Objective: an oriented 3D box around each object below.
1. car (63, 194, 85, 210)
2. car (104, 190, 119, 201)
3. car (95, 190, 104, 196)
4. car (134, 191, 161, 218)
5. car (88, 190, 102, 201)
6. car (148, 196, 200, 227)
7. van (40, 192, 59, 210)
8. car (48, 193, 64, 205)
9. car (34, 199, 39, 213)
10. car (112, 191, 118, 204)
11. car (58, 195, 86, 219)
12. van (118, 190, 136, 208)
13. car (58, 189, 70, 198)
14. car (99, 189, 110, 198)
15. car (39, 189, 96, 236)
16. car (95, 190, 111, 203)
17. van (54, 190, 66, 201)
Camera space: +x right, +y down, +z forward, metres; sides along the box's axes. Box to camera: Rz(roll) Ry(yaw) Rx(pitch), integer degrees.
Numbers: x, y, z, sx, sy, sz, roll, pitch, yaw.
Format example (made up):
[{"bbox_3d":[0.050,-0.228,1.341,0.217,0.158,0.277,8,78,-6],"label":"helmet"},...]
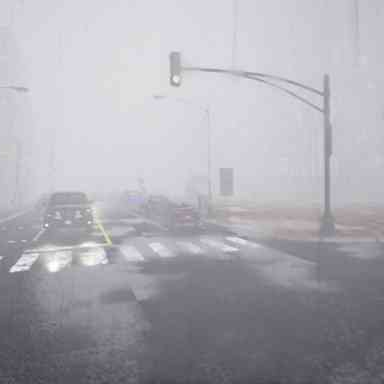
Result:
[{"bbox_3d":[-13.090,1.068,36.996,2.033,1.411,5.357,-2,1,-19],"label":"car"},{"bbox_3d":[-13.682,0.528,56.518,1.967,1.590,4.097,-3,2,-19],"label":"car"},{"bbox_3d":[-24.581,0.176,88.590,2.008,1.369,4.403,-3,2,-19],"label":"car"},{"bbox_3d":[-2.759,0.960,24.455,1.967,1.590,4.097,-3,2,-19],"label":"car"},{"bbox_3d":[-16.651,0.507,57.095,2.097,1.767,4.553,-2,1,-19],"label":"car"},{"bbox_3d":[-0.933,1.134,19.115,1.887,1.381,4.507,-3,2,-19],"label":"car"},{"bbox_3d":[-16.114,0.927,37.763,1.690,1.788,3.998,-3,2,-19],"label":"van"},{"bbox_3d":[-19.749,0.985,48.455,1.887,1.381,4.507,-3,2,-19],"label":"car"},{"bbox_3d":[-14.283,1.223,32.426,1.947,1.339,4.313,-3,2,-19],"label":"car"},{"bbox_3d":[-8.219,0.852,40.489,1.887,1.381,4.507,-3,2,-19],"label":"car"},{"bbox_3d":[-9.674,1.131,26.966,1.882,1.535,5.008,-2,1,-19],"label":"car"},{"bbox_3d":[-6.405,0.720,35.140,1.690,1.788,3.998,-3,2,-19],"label":"van"},{"bbox_3d":[-28.867,0.376,75.169,2.192,1.841,5.009,-3,2,-19],"label":"car"},{"bbox_3d":[-19.118,0.299,72.558,1.967,1.590,4.097,-3,2,-19],"label":"car"},{"bbox_3d":[-6.519,0.996,17.694,2.150,2.045,5.566,-2,1,-19],"label":"car"},{"bbox_3d":[-13.148,0.840,47.065,2.033,1.411,5.357,-2,1,-19],"label":"car"},{"bbox_3d":[-23.401,0.633,59.139,1.690,1.788,3.998,-3,2,-19],"label":"van"}]
